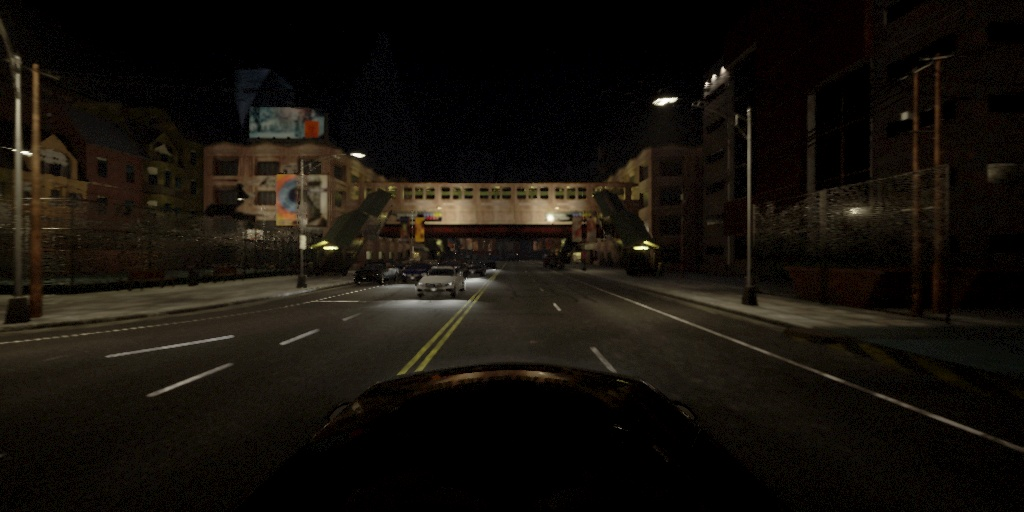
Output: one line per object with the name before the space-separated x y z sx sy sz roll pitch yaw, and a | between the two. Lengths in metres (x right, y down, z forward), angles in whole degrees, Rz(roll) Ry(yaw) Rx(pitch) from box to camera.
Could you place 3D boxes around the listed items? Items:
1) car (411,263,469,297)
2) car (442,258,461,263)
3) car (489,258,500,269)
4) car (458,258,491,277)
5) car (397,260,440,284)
car | -3.595 1.267 18.771 1.812 1.442 4.674 0 0 0
car | -7.077 1.255 40.038 1.812 1.442 4.674 0 0 0
car | -3.412 1.321 55.872 1.895 1.301 4.718 0 0 1
car | -3.579 1.224 35.109 2.128 1.511 4.902 0 0 0
car | -6.973 1.262 27.451 1.812 1.442 4.674 0 0 0
